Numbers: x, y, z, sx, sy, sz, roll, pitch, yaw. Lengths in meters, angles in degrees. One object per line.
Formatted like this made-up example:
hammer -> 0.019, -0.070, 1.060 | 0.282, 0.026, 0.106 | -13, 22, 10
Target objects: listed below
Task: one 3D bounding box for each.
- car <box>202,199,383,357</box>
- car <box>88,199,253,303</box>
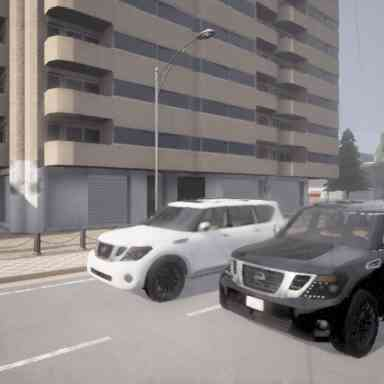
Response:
car -> 3.069, 1.220, 6.428 | 5.566, 2.045, 2.150 | 0, 0, -38
car -> 0.236, 1.222, 8.652 | 5.566, 2.045, 2.150 | 0, 0, -38
